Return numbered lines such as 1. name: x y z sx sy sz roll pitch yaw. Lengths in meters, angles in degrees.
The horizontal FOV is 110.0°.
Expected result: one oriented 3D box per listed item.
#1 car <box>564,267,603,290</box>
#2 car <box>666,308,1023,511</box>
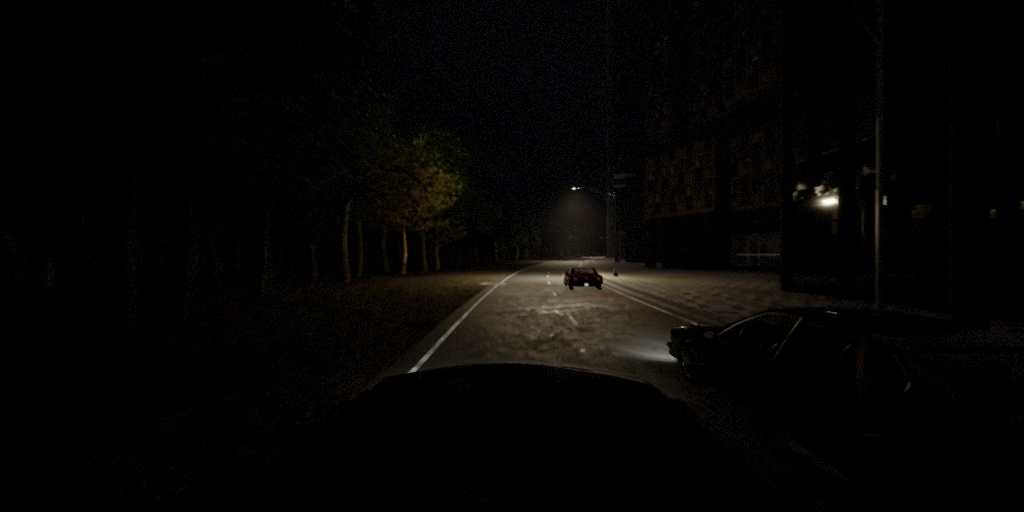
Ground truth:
1. car: 4.304 1.312 22.255 1.895 1.301 4.718 0 0 4
2. car: 3.627 1.292 3.903 2.033 1.411 5.357 0 0 1
